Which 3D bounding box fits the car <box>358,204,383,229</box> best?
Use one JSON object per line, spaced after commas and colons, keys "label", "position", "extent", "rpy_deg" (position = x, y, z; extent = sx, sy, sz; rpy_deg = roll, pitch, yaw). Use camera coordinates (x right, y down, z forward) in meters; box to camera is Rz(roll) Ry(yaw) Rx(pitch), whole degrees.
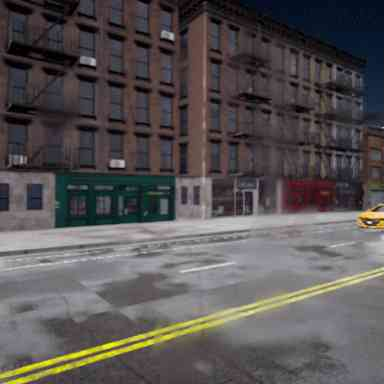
{"label": "car", "position": [12.110, 1.464, 20.300], "extent": [5.008, 1.535, 1.882], "rpy_deg": [0, 0, -35]}
